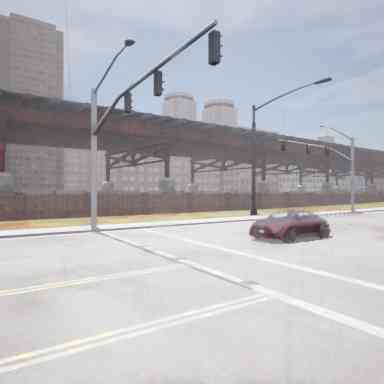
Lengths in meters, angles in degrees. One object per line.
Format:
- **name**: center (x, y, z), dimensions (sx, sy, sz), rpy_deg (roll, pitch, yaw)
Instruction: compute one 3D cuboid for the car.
- **car**: center (4.723, 1.564, 15.944), dimensions (4.181, 1.385, 1.994), rpy_deg (0, 0, -35)
